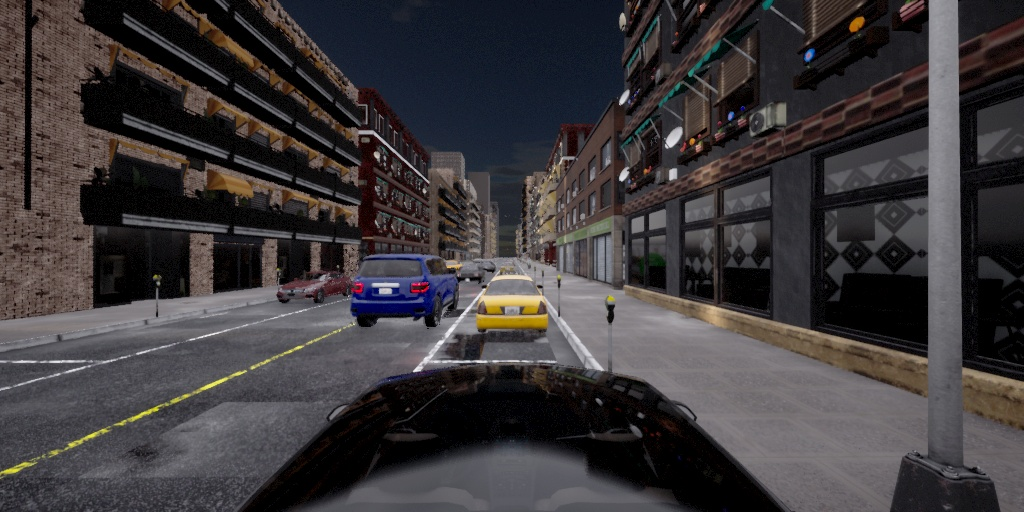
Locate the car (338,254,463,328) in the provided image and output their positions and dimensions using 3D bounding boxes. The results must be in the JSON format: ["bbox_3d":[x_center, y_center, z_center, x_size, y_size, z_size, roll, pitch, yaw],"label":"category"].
[{"bbox_3d":[-3.146,0.971,11.587,2.150,2.045,5.566,0,0,0],"label":"car"}]

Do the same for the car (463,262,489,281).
[{"bbox_3d":[-3.064,1.351,27.113,1.895,1.301,4.718,0,0,0],"label":"car"}]

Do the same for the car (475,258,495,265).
[{"bbox_3d":[-3.059,1.313,44.400,1.994,1.385,4.181,0,0,0],"label":"car"}]

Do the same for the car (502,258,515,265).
[{"bbox_3d":[-0.456,1.275,39.173,1.751,1.417,4.829,0,0,0],"label":"car"}]

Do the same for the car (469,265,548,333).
[{"bbox_3d":[0.005,1.207,10.689,1.801,1.575,5.366,0,0,0],"label":"car"}]

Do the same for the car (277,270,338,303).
[{"bbox_3d":[-8.837,1.333,16.462,1.802,1.307,4.207,0,0,0],"label":"car"}]

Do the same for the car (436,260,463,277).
[{"bbox_3d":[-6.234,1.227,36.549,1.882,1.535,5.008,0,0,0],"label":"car"}]
